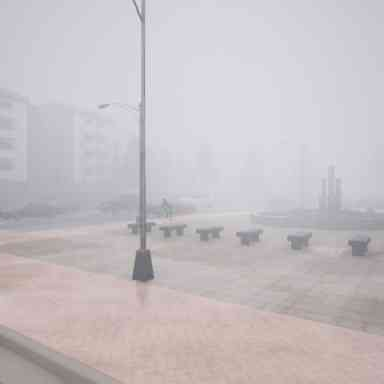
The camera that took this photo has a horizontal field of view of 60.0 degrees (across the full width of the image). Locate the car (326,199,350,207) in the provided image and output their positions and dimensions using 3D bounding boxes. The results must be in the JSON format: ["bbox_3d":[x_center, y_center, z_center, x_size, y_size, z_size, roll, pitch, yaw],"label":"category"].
[{"bbox_3d":[22.180,1.604,48.641,4.718,1.301,1.895,0,0,-7],"label":"car"}]

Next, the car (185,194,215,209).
[{"bbox_3d":[0.438,1.232,43.608,5.566,2.045,2.150,0,0,-35],"label":"car"}]

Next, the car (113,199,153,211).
[{"bbox_3d":[-7.312,1.610,41.573,4.718,1.301,1.895,0,0,-45],"label":"car"}]

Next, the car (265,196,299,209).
[{"bbox_3d":[12.499,1.357,46.092,4.553,1.767,2.097,0,0,-22],"label":"car"}]

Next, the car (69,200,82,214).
[{"bbox_3d":[-13.549,1.535,33.943,1.812,1.442,4.674,0,0,36],"label":"car"}]

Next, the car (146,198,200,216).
[{"bbox_3d":[-1.935,1.553,31.890,2.033,1.411,5.357,0,0,40],"label":"car"}]

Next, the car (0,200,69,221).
[{"bbox_3d":[-13.504,1.556,27.978,2.033,1.411,5.357,0,0,33],"label":"car"}]

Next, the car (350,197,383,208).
[{"bbox_3d":[24.766,1.509,45.251,4.892,1.490,1.837,-1,0,-6],"label":"car"}]

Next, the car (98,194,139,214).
[{"bbox_3d":[-7.500,1.230,36.202,2.150,2.045,5.566,0,0,40],"label":"car"}]

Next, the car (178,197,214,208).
[{"bbox_3d":[0.599,1.514,47.944,4.892,1.490,1.837,0,0,-33],"label":"car"}]

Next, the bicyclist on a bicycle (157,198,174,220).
[{"bbox_3d":[-1.986,1.306,24.795,1.656,1.620,0.582,0,0,33],"label":"bicyclist on a bicycle"}]
